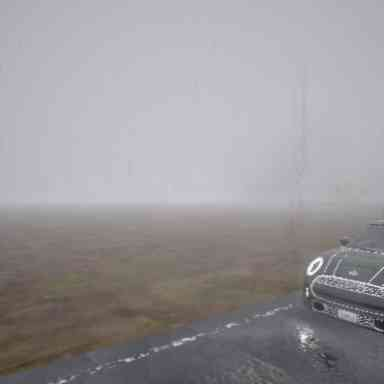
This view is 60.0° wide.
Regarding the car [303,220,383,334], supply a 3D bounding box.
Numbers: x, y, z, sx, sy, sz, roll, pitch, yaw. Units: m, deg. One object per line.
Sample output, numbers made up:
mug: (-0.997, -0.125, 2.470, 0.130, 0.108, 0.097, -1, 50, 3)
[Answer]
car: (4.221, 1.350, 6.599, 4.553, 1.767, 2.097, 0, 0, -38)
